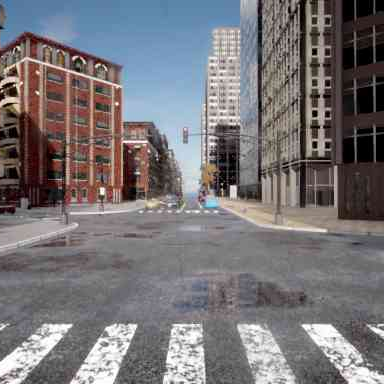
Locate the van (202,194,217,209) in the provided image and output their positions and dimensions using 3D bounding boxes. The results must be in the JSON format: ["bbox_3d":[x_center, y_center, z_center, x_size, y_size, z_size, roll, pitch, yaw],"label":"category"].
[{"bbox_3d":[2.575,1.386,45.784,1.690,1.788,3.998,0,0,0],"label":"van"}]

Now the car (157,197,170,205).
[{"bbox_3d":[-5.305,1.650,62.443,1.947,1.339,4.313,0,0,0],"label":"car"}]

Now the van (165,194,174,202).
[{"bbox_3d":[-5.302,1.474,79.099,1.690,1.788,3.998,0,0,0],"label":"van"}]

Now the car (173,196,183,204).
[{"bbox_3d":[-2.766,1.621,66.428,1.812,1.442,4.674,0,0,1],"label":"car"}]

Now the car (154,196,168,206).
[{"bbox_3d":[-5.305,1.510,56.891,1.967,1.590,4.097,0,0,0],"label":"car"}]

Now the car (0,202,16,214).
[{"bbox_3d":[-21.141,1.790,36.459,4.718,1.301,1.895,-1,-1,41],"label":"car"}]

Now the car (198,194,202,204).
[{"bbox_3d":[2.576,1.644,67.993,1.887,1.381,4.507,0,0,0],"label":"car"}]

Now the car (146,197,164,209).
[{"bbox_3d":[-5.306,1.570,45.615,1.752,1.417,4.829,0,0,0],"label":"car"}]

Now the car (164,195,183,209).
[{"bbox_3d":[-2.807,1.537,45.974,2.128,1.511,4.902,0,0,2],"label":"car"}]
